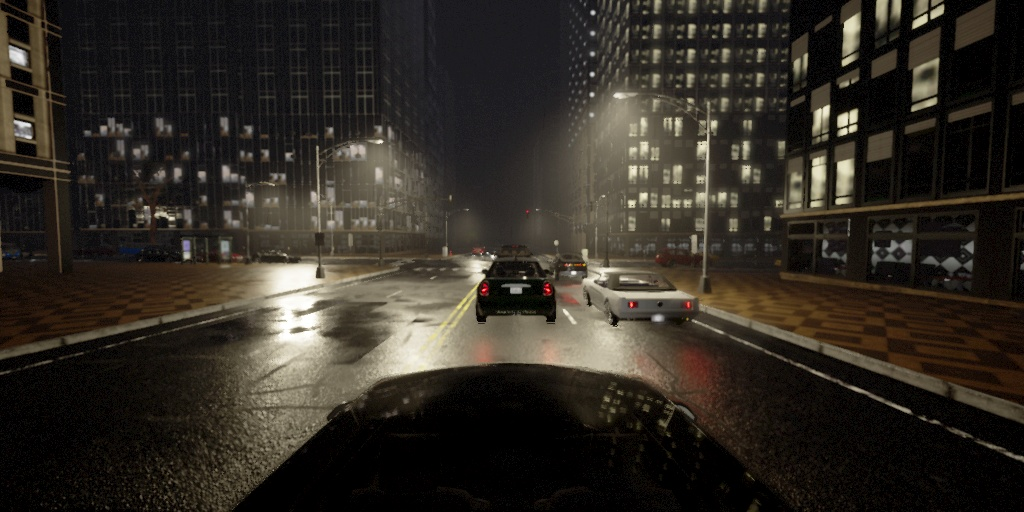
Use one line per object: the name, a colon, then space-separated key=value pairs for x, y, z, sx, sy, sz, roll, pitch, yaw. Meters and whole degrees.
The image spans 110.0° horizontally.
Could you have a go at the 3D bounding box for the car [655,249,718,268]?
car: x=16.214 y=0.239 z=34.110 sx=5.009 sy=1.841 sz=2.192 roll=0 pitch=0 yaw=1

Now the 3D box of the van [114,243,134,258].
van: x=-45.261 y=-0.722 z=43.616 sx=3.998 sy=1.789 sz=1.690 roll=0 pitch=0 yaw=1

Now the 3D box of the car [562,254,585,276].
car: x=3.363 y=0.602 z=21.959 sx=1.837 sy=1.490 sz=4.892 roll=0 pitch=2 yaw=0

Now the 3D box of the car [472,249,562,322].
car: x=0.106 y=0.804 z=10.998 sx=2.097 sy=1.767 sz=4.553 roll=0 pitch=2 yaw=0

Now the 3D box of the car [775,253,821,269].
car: x=27.662 y=0.555 z=33.909 sx=4.829 sy=1.417 sz=1.751 roll=0 pitch=0 yaw=1

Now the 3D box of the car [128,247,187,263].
car: x=-34.075 y=0.016 z=34.961 sx=4.313 sy=1.339 sz=1.948 roll=0 pitch=0 yaw=1

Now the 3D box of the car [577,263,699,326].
car: x=3.356 y=1.070 z=10.435 sx=1.895 sy=1.301 sz=4.718 roll=0 pitch=2 yaw=0

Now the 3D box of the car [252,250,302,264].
car: x=-22.710 y=0.129 z=34.651 sx=4.313 sy=1.339 sz=1.948 roll=0 pitch=0 yaw=1

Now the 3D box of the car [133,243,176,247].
car: x=-36.100 y=-0.344 z=37.613 sx=4.553 sy=1.767 sz=2.097 roll=1 pitch=3 yaw=1

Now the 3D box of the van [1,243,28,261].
van: x=-51.119 y=-0.378 z=35.365 sx=3.998 sy=1.789 sz=1.690 roll=0 pitch=0 yaw=1

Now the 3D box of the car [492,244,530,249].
car: x=0.113 y=0.336 z=21.455 sx=2.150 sy=2.045 sz=5.566 roll=0 pitch=2 yaw=0

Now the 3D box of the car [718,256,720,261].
car: x=21.830 y=0.102 z=42.384 sx=4.829 sy=1.417 sz=1.751 roll=0 pitch=0 yaw=1

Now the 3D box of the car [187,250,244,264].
car: x=-28.394 y=0.090 z=34.786 sx=4.207 sy=1.307 sz=1.802 roll=0 pitch=0 yaw=1
